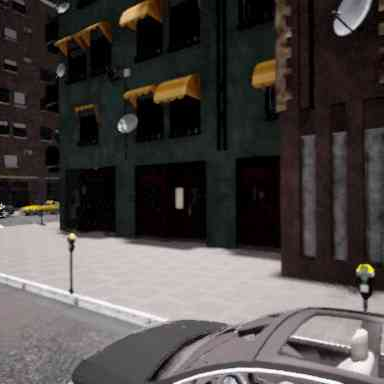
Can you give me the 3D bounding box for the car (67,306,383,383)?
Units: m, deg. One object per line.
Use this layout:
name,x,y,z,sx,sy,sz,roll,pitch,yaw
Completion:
car,0.878,1.555,2.247,4.403,1.369,2.008,-1,0,36

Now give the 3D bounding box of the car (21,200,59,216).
car,-14.599,1.519,33.113,1.752,1.417,4.829,0,1,35

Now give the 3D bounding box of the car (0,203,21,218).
car,-17.689,1.619,28.688,2.008,1.369,4.403,0,1,35
